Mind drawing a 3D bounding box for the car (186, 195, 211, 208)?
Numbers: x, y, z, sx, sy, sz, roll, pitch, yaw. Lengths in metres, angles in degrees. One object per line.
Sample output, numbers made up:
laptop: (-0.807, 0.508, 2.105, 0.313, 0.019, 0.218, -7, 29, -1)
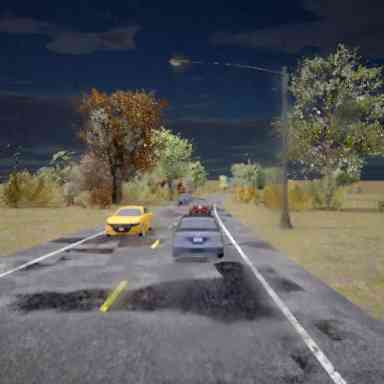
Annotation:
car: (0.825, 1.433, 32.766, 2.097, 1.767, 4.553, 0, 0, 2)

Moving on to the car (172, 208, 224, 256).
car: (0.235, 1.581, 13.174, 2.033, 1.411, 5.357, 0, 0, 1)

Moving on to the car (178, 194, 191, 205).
car: (-1.162, 1.348, 60.970, 2.150, 2.045, 5.566, 0, 0, 5)

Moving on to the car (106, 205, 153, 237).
car: (-3.344, 1.521, 18.515, 1.882, 1.535, 5.008, 0, 0, 1)
